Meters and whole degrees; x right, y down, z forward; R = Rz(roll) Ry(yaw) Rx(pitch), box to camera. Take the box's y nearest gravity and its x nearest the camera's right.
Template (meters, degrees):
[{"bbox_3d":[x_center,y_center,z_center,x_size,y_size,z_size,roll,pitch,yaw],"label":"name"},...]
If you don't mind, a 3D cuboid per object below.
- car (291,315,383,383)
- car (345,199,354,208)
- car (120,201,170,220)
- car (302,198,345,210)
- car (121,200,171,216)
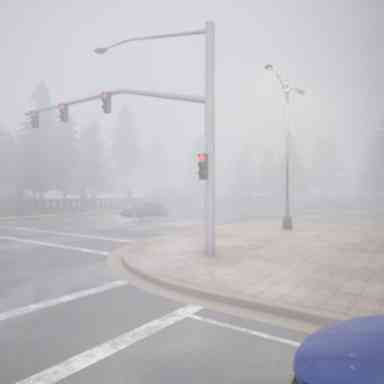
[{"bbox_3d":[3.070,1.477,1.777,5.008,1.535,1.882,0,0,36],"label":"car"},{"bbox_3d":[19.912,1.490,46.556,5.357,1.411,2.033,0,0,-11],"label":"car"},{"bbox_3d":[-3.944,1.510,28.029,1.994,1.385,4.181,0,0,40],"label":"car"},{"bbox_3d":[16.371,1.544,42.090,4.718,1.301,1.895,0,0,-16],"label":"car"},{"bbox_3d":[-4.465,1.548,32.885,1.895,1.301,4.718,0,0,42],"label":"car"}]
